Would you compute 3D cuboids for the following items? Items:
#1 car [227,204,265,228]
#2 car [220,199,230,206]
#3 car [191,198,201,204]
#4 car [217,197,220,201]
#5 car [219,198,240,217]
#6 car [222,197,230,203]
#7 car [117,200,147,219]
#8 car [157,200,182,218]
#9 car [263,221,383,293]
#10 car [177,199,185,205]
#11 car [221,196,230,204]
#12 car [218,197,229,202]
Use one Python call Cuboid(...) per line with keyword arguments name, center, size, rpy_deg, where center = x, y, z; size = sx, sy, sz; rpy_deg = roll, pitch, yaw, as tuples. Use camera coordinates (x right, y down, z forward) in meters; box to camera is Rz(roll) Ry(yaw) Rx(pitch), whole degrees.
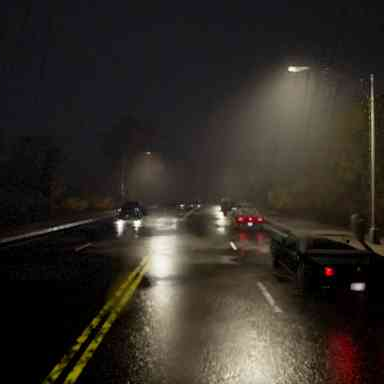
Cuboid(name="car", center=(3.838, 1.806, 23.694), size=(1.895, 1.301, 4.718), rpy_deg=(0, 0, 2))
Cuboid(name="car", center=(6.663, 2.087, 67.184), size=(1.994, 1.385, 4.181), rpy_deg=(0, 0, 6))
Cuboid(name="car", center=(0.956, 2.097, 75.126), size=(1.895, 1.301, 4.718), rpy_deg=(0, 0, 6))
Cuboid(name="car", center=(5.673, 1.942, 56.306), size=(2.128, 1.511, 4.902), rpy_deg=(0, 0, 5))
Cuboid(name="car", center=(4.198, 1.721, 34.509), size=(2.033, 1.649, 4.856), rpy_deg=(0, 0, 3))
Cuboid(name="car", center=(9.148, 2.128, 88.891), size=(1.882, 1.535, 5.008), rpy_deg=(0, 0, 7))
Cuboid(name="car", center=(-5.746, 1.622, 32.218), size=(2.097, 1.767, 4.553), rpy_deg=(0, 0, 3))
Cuboid(name="car", center=(-2.410, 1.810, 33.999), size=(1.812, 1.442, 4.674), rpy_deg=(0, 0, 3))
Cuboid(name="car", center=(3.452, 1.684, 9.067), size=(1.895, 1.301, 4.718), rpy_deg=(0, 0, 1))
Cuboid(name="car", center=(-2.596, 2.129, 72.449), size=(1.895, 1.301, 4.718), rpy_deg=(0, 0, 6))
Cuboid(name="car", center=(7.818, 1.941, 78.018), size=(2.097, 1.767, 4.553), rpy_deg=(0, 0, 7))
Cuboid(name="car", center=(4.851, 1.849, 45.413), size=(1.882, 1.535, 5.008), rpy_deg=(0, 0, 4))
